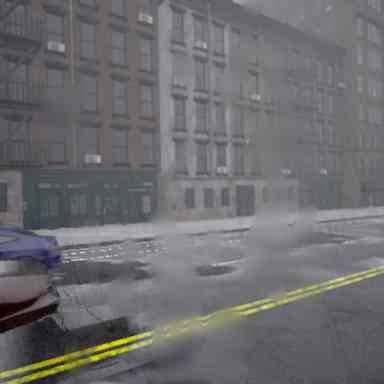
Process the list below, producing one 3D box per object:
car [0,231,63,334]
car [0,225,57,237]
[{"bbox_3d":[-4.648,1.556,4.362,5.357,1.411,2.033,0,0,-36],"label":"car"},{"bbox_3d":[-5.503,1.526,7.744,4.674,1.442,1.812,0,0,-36],"label":"car"}]
